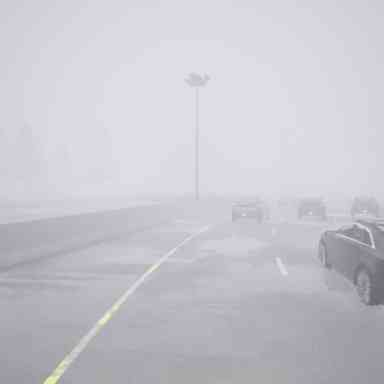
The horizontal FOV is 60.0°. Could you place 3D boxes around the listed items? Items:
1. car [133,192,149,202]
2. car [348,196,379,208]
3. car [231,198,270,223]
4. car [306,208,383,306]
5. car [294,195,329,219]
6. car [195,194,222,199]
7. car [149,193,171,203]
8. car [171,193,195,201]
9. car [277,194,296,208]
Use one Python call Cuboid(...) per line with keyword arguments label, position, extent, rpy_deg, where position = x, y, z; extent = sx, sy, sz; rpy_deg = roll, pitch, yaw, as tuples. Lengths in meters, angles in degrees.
Cuboid(label="car", position=(-6.762, 0.760, 48.452), extent=(1.994, 1.385, 4.181), rpy_deg=(1, 1, 28))
Cuboid(label="car", position=(13.500, 1.080, 26.172), extent=(1.837, 1.490, 4.892), rpy_deg=(0, 1, 25))
Cuboid(label="car", position=(3.950, 1.132, 21.870), extent=(2.128, 1.511, 4.902), rpy_deg=(0, 1, 21))
Cuboid(label="car", position=(4.312, 1.367, 7.557), extent=(2.128, 1.511, 4.902), rpy_deg=(0, 1, 7))
Cuboid(label="car", position=(8.874, 1.106, 24.429), extent=(1.837, 1.490, 4.892), rpy_deg=(0, 1, 23))
Cuboid(label="car", position=(2.649, 0.878, 43.786), extent=(1.895, 1.301, 4.718), rpy_deg=(1, 1, 28))
Cuboid(label="car", position=(-3.662, 0.789, 46.828), extent=(1.994, 1.385, 4.181), rpy_deg=(1, 1, 28))
Cuboid(label="car", position=(-0.550, 0.818, 45.225), extent=(1.994, 1.385, 4.181), rpy_deg=(1, 1, 28))
Cuboid(label="car", position=(10.844, 0.946, 36.782), extent=(2.033, 1.411, 5.357), rpy_deg=(1, 1, 29))
